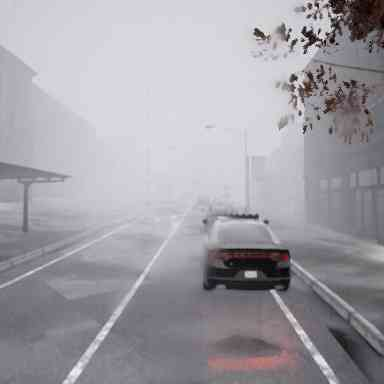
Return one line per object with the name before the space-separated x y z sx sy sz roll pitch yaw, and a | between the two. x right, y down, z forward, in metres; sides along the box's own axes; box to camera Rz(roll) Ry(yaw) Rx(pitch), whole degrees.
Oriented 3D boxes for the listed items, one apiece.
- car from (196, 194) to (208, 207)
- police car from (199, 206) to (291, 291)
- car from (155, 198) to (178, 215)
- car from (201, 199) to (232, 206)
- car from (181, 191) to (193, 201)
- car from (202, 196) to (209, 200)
car | 1.570 1.328 45.908 1.895 1.301 4.718 0 0 2
police car | 1.245 1.398 9.113 1.930 1.638 5.238 0 0 2
car | -2.345 1.339 31.732 1.812 1.442 4.674 0 0 2
car | 1.604 1.410 19.007 1.837 1.490 4.892 0 1 2
car | -1.051 0.845 72.019 2.150 2.045 5.566 0 0 2
car | 1.826 1.312 25.198 1.801 1.575 5.366 0 0 2
